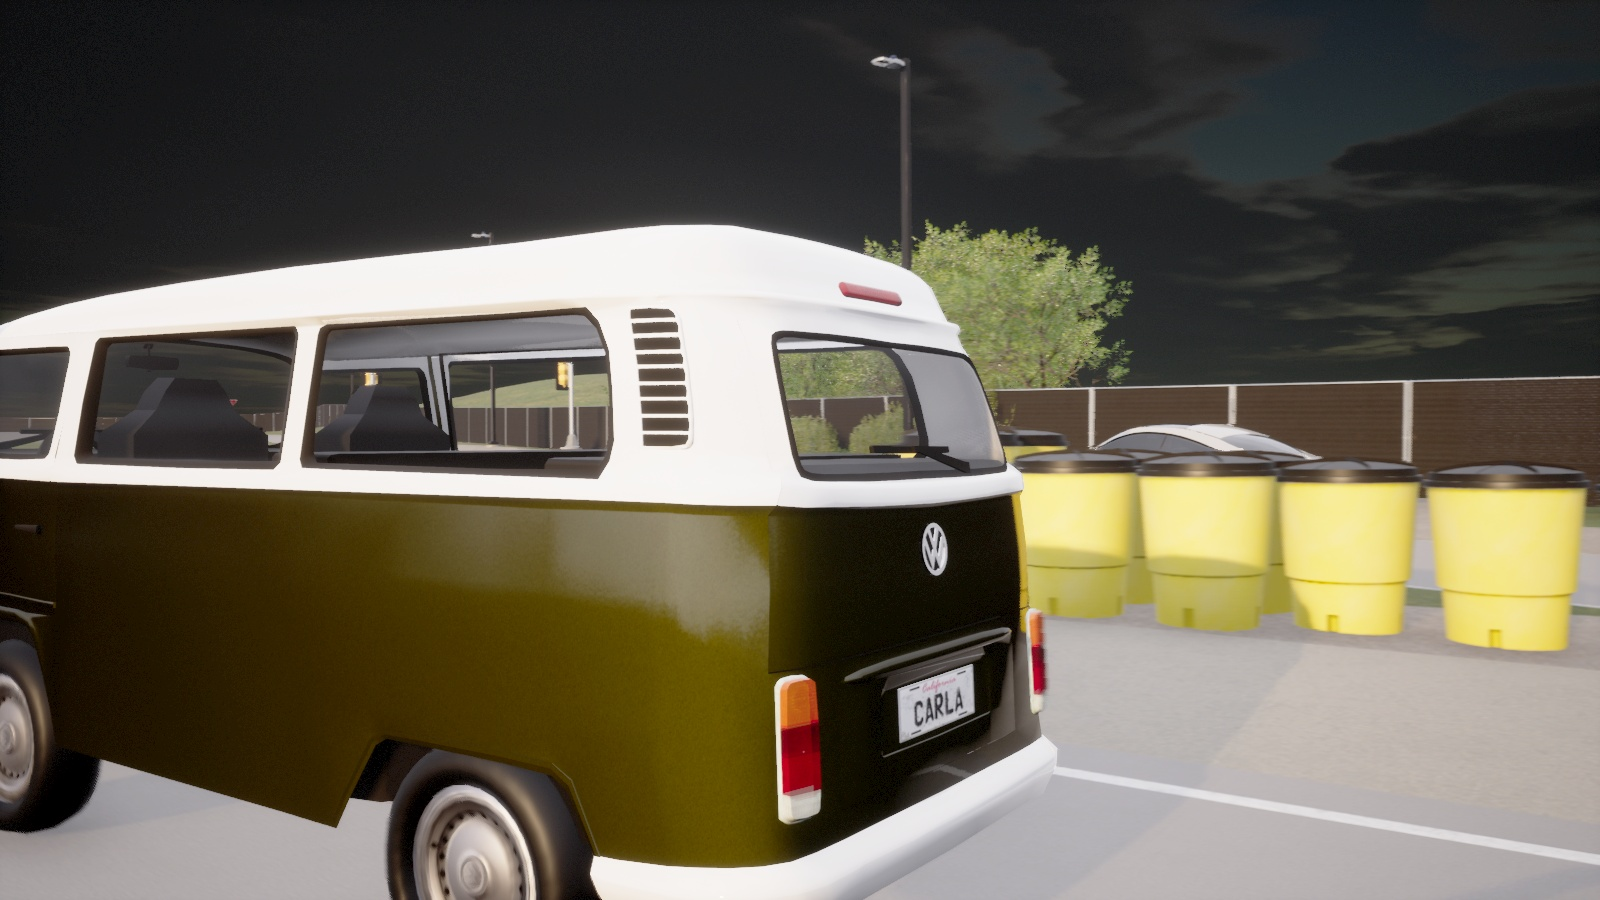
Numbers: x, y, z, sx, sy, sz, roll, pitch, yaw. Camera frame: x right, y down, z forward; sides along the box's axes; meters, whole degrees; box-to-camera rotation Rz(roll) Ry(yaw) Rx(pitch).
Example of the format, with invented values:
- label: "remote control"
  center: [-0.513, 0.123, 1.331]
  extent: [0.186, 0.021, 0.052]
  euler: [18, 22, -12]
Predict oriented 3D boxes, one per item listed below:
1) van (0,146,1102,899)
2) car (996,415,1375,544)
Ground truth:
- label: "van"
  center: [-1.434, 0.407, 4.571]
  extent: [4.480, 2.038, 2.069]
  euler: [0, 1, 34]
- label: "car"
  center: [4.887, 0.287, 16.617]
  extent: [1.812, 1.442, 4.674]
  euler: [-2, 2, -34]
